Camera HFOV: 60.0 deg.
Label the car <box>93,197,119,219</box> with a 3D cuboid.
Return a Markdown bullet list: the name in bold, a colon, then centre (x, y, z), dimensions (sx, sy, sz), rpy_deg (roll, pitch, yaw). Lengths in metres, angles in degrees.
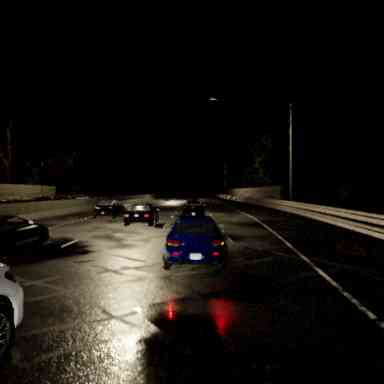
- **car**: centre (-6.891, 1.418, 28.163), dimensions (2.128, 1.511, 4.902), rpy_deg (0, 0, 0)

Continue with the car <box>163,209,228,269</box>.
- **car**: centre (0.102, 1.494, 10.923), dimensions (1.812, 1.442, 4.674), rpy_deg (0, 0, 0)

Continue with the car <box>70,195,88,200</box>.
- **car**: centre (-20.984, 1.386, 63.438), dimensions (1.812, 1.442, 4.674), rpy_deg (0, 0, 0)

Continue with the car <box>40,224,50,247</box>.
- **car**: centre (-6.897, 1.529, 12.104), dimensions (1.994, 1.385, 4.181), rpy_deg (0, 0, 0)

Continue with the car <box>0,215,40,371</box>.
- **car**: centre (-3.417, 1.214, 2.244), dimensions (2.150, 2.045, 5.566), rpy_deg (0, 0, 0)

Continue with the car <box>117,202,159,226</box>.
- **car**: centre (-3.394, 1.486, 22.862), dimensions (2.033, 1.411, 5.357), rpy_deg (0, 0, 0)

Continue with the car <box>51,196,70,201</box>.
- **car**: centre (-24.480, 1.454, 63.260), dimensions (1.895, 1.301, 4.718), rpy_deg (0, 0, 0)

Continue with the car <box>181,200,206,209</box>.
- **car**: centre (0.108, 1.432, 28.242), dimensions (1.837, 1.490, 4.892), rpy_deg (0, 0, 0)

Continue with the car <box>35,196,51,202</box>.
- **car**: centre (-27.980, 1.411, 62.797), dimensions (1.994, 1.385, 4.181), rpy_deg (0, 0, 0)

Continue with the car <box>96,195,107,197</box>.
- **car**: centre (-17.484, 1.354, 63.846), dimensions (1.837, 1.490, 4.892), rpy_deg (0, 0, 0)
